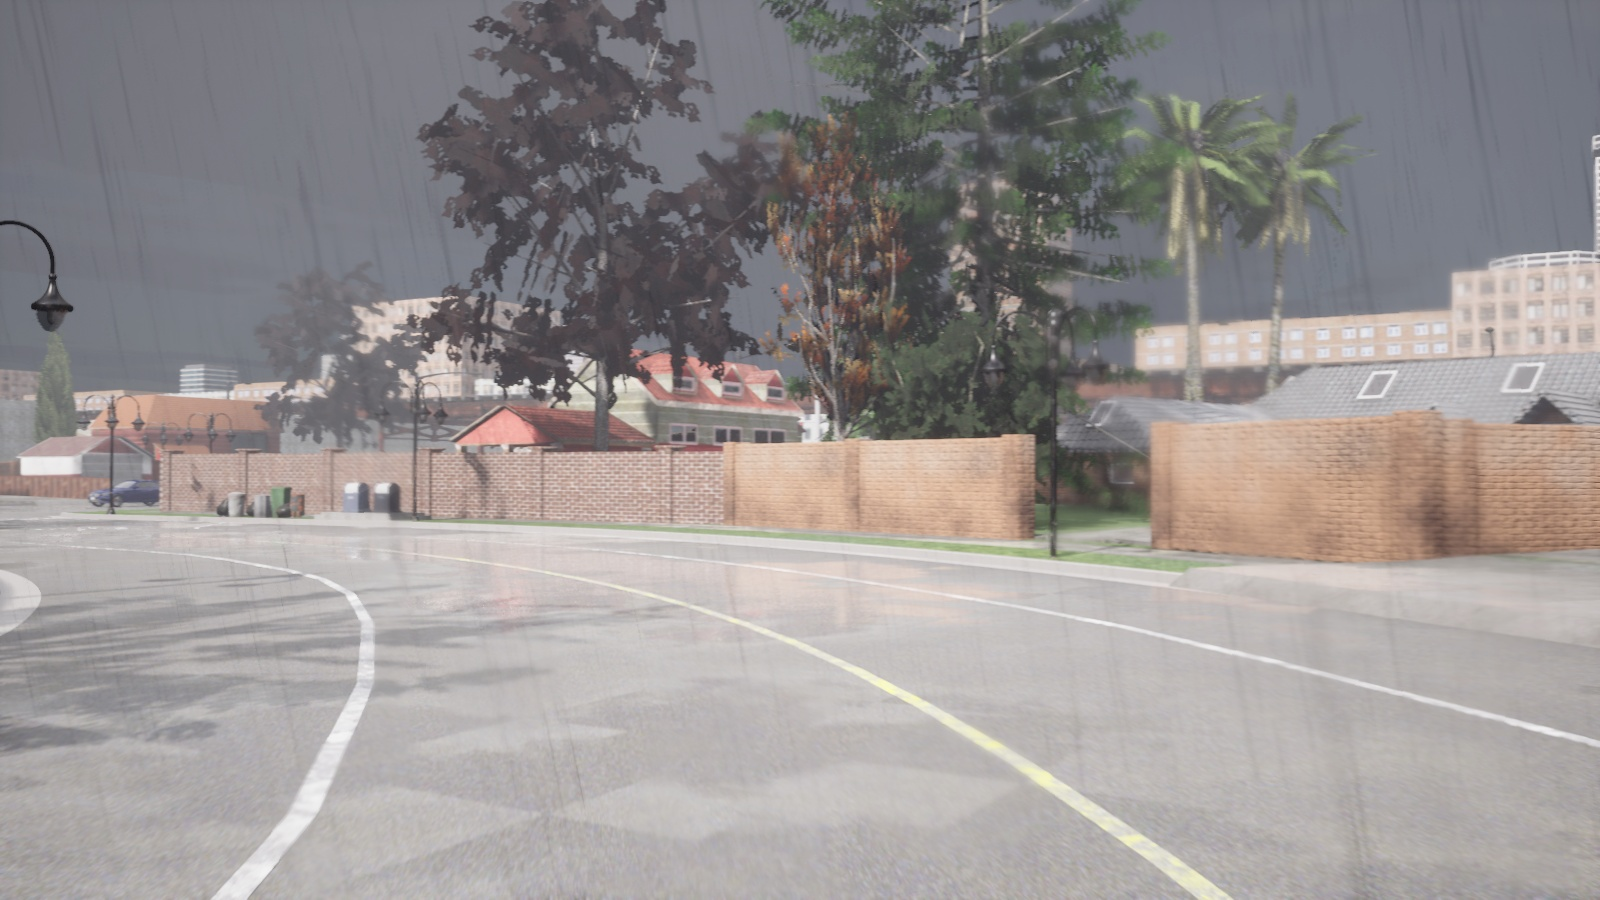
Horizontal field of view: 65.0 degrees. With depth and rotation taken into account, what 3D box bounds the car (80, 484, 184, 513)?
[{"bbox_3d":[-35.865,2.605,67.563,1.812,1.442,4.674,-1,-1,30],"label":"car"}]
